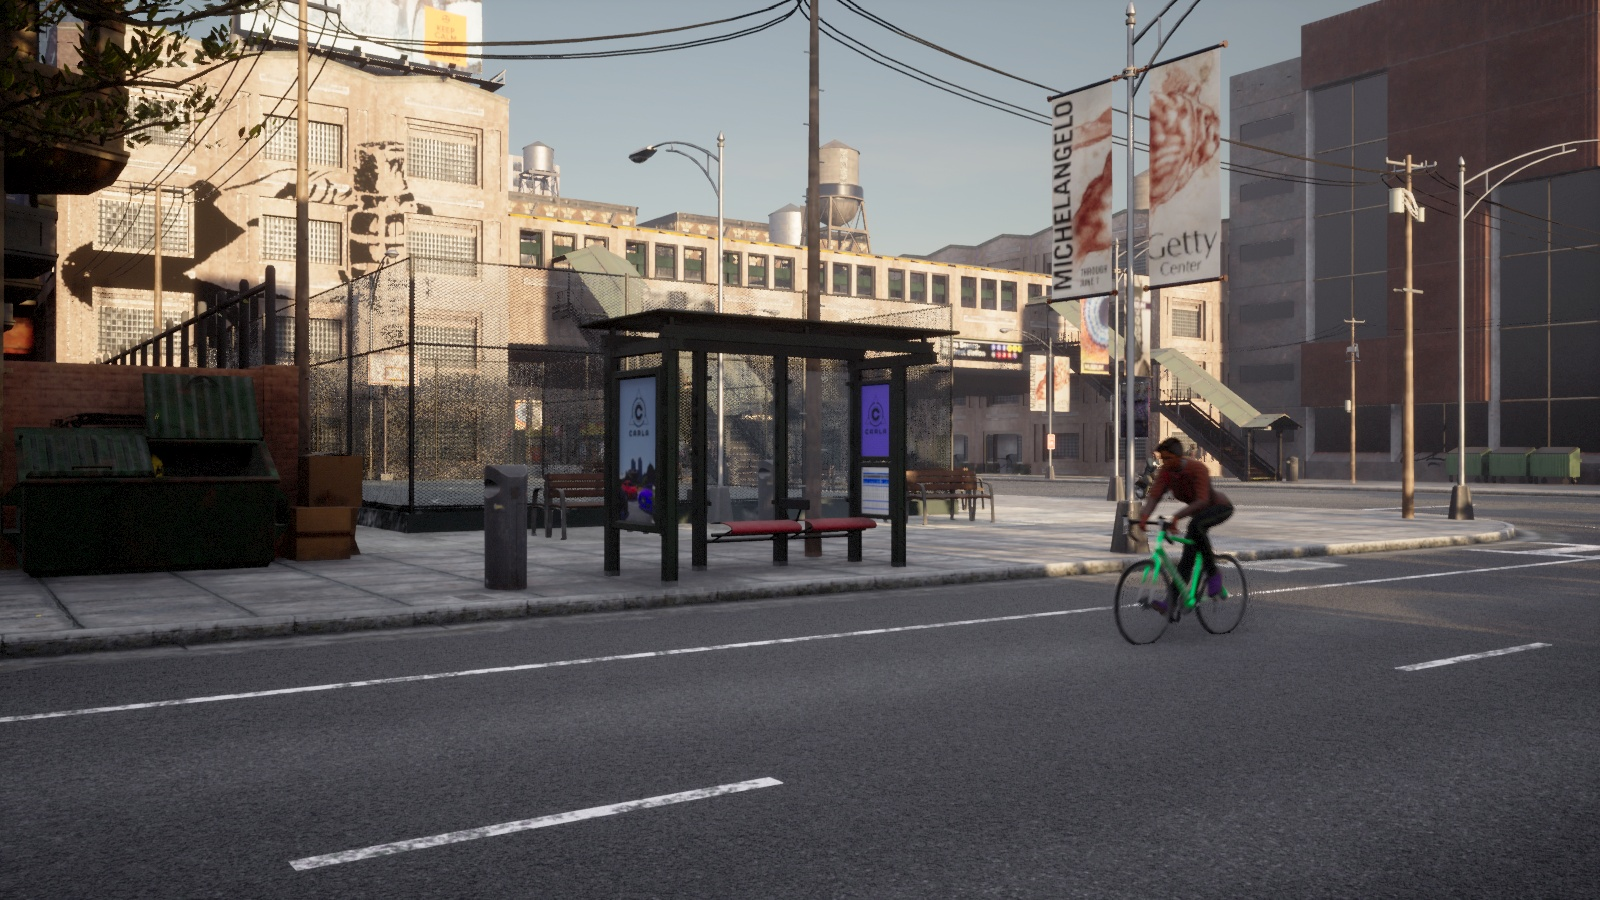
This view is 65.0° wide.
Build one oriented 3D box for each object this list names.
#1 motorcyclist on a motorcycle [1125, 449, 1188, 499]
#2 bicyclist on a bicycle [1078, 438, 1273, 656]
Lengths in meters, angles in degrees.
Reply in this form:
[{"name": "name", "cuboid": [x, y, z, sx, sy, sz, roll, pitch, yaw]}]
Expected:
[{"name": "motorcyclist on a motorcycle", "cuboid": [11.545, 0.773, 40.714, 0.866, 1.590, 1.817, 0, 0, -34]}, {"name": "bicyclist on a bicycle", "cuboid": [3.019, 0.716, 10.036, 1.656, 1.620, 0.582, 0, 0, -35]}]
